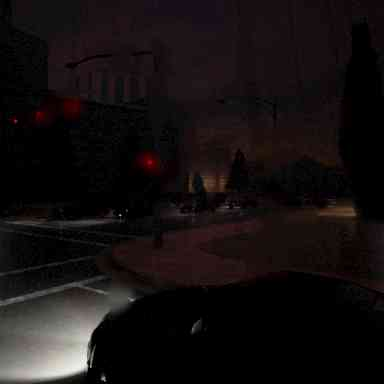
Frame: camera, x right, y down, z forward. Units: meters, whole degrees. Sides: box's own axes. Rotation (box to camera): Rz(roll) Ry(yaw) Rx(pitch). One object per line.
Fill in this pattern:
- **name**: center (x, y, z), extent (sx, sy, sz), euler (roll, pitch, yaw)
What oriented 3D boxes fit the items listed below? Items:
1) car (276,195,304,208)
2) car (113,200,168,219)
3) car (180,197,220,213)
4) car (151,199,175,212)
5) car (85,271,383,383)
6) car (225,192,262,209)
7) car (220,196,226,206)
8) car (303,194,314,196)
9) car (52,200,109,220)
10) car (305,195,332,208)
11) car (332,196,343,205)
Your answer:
- **car**: center (14.368, 1.547, 48.914), extent (2.033, 1.411, 5.357), euler (0, 0, 36)
- **car**: center (-4.600, 1.601, 29.079), extent (1.895, 1.301, 4.718), euler (0, 0, 36)
- **car**: center (0.717, 1.352, 36.409), extent (2.097, 1.767, 4.553), euler (0, 0, 36)
- **car**: center (-3.884, 1.505, 36.023), extent (1.837, 1.490, 4.892), euler (0, 0, 36)
- **car**: center (0.837, 1.564, 3.403), extent (4.181, 1.385, 1.994), euler (0, 0, 35)
- **car**: center (7.016, 1.221, 45.069), extent (2.150, 2.045, 5.566), euler (0, 0, 36)
- **car**: center (1.854, 1.547, 43.926), extent (2.033, 1.411, 5.357), euler (0, 0, 36)
- **car**: center (21.366, 1.505, 58.559), extent (1.837, 1.490, 4.892), euler (0, 0, 36)
- **car**: center (-9.403, 1.478, 28.435), extent (1.882, 1.535, 5.008), euler (0, 0, 36)
- **car**: center (18.610, 1.564, 48.816), extent (1.994, 1.385, 4.181), euler (0, 0, 37)
- **car**: center (24.487, 1.492, 56.901), extent (2.128, 1.511, 4.902), euler (0, 0, 36)
